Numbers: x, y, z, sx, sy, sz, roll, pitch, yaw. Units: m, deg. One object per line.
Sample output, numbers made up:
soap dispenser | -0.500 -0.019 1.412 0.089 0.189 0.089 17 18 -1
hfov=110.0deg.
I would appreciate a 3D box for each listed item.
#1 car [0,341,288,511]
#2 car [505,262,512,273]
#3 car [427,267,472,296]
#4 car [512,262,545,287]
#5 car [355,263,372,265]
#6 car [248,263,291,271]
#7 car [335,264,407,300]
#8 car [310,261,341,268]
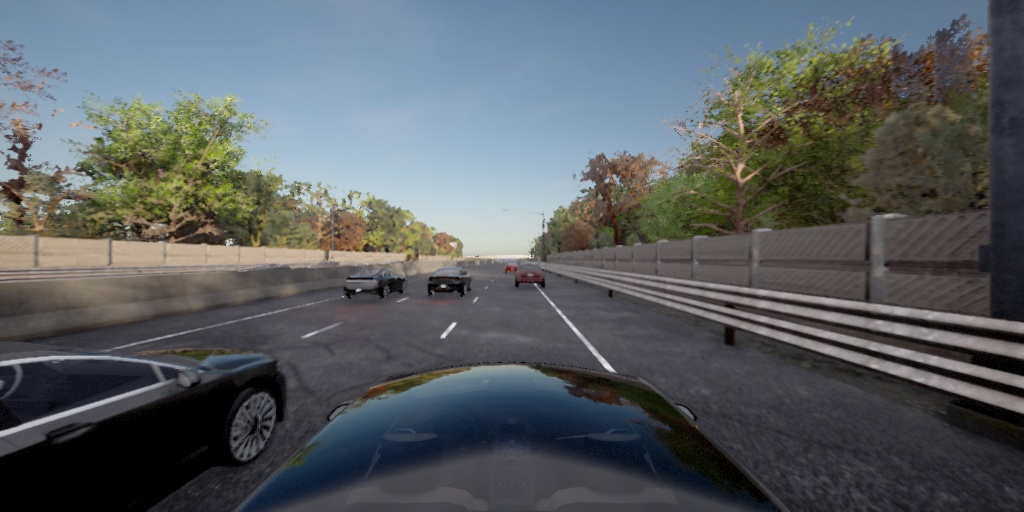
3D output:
car | -3.400 1.244 2.011 2.128 1.511 4.902 0 0 0
car | 0.070 1.587 49.883 1.882 1.535 5.008 0 0 1
car | -3.388 1.353 20.206 1.882 1.535 5.008 0 0 0
car | 1.237 1.274 26.285 2.097 1.767 4.553 0 0 0
car | -17.543 1.528 42.259 1.882 1.535 5.008 0 -1 0
car | -24.563 1.495 36.473 2.128 1.511 4.902 0 0 0
car | -6.890 1.354 18.516 2.128 1.511 4.902 0 0 0
car | -21.054 1.389 40.551 2.097 1.767 4.553 0 -1 0
